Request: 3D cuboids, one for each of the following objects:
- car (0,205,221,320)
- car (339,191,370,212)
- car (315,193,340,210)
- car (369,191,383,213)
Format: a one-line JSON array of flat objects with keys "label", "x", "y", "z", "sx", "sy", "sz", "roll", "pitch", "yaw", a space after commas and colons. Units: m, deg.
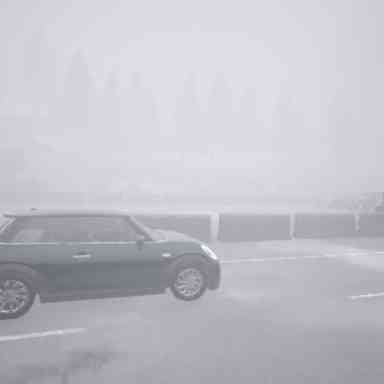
[{"label": "car", "x": -1.691, "y": 1.124, "z": 6.706, "sx": 4.553, "sy": 1.767, "sz": 2.097, "roll": 2, "pitch": 1, "yaw": -21}, {"label": "car", "x": 17.880, "y": 0.936, "z": 32.973, "sx": 5.566, "sy": 2.045, "sz": 2.150, "roll": 1, "pitch": 2, "yaw": -21}, {"label": "car", "x": 15.614, "y": 0.930, "z": 35.860, "sx": 4.553, "sy": 1.767, "sz": 2.097, "roll": 1, "pitch": 2, "yaw": -21}, {"label": "car", "x": 19.109, "y": 1.052, "z": 29.698, "sx": 5.566, "sy": 2.045, "sz": 2.150, "roll": 1, "pitch": 2, "yaw": -21}]
